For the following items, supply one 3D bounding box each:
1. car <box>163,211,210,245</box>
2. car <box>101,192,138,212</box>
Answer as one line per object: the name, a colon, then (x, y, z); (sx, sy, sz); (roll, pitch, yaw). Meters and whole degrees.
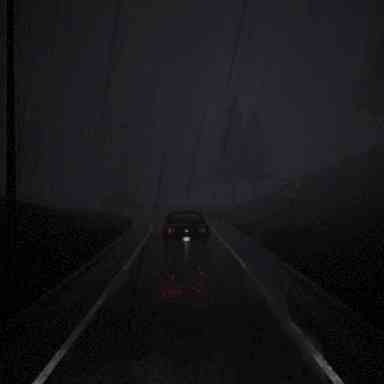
car: (-0.341, 1.519, 15.147); (1.895, 1.301, 4.718); (0, 0, -3)
car: (-8.129, 1.050, 37.162); (2.150, 2.045, 5.566); (0, 0, -39)
